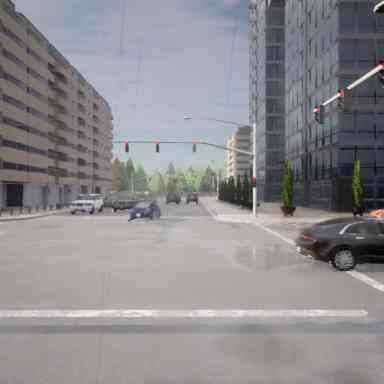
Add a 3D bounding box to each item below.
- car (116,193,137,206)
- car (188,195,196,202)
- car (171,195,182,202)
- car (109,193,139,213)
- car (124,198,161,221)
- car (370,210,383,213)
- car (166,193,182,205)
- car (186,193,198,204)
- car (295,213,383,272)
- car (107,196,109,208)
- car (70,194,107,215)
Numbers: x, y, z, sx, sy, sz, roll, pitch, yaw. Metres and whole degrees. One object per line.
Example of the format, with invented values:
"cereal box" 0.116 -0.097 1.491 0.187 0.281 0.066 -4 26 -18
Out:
"car" -10.747 1.221 54.962 2.150 2.045 5.566 0 0 1
"car" 0.083 1.500 74.517 1.837 1.490 4.892 0 0 1
"car" -3.418 1.524 74.698 2.128 1.511 4.902 0 0 1
"car" -7.426 1.221 38.092 2.150 2.045 5.566 0 0 1
"car" -3.803 1.533 27.155 1.812 1.442 4.674 1 0 5
"car" 13.575 1.407 21.083 4.553 1.767 2.097 0 0 0
"car" -3.490 1.222 60.804 2.150 2.045 5.566 0 0 1
"car" 0.050 1.221 63.804 2.150 2.045 5.566 0 0 1
"car" 5.758 1.552 10.408 4.892 1.490 1.837 0 0 0
"car" -10.876 1.352 44.761 2.097 1.767 4.553 0 0 1
"car" -10.935 1.221 34.917 2.150 2.045 5.566 0 0 -1
